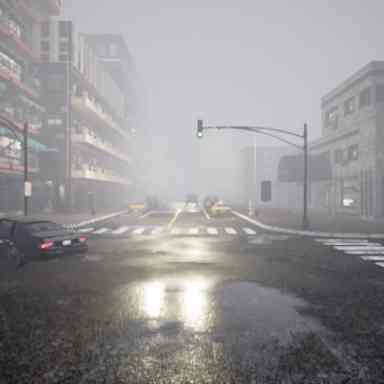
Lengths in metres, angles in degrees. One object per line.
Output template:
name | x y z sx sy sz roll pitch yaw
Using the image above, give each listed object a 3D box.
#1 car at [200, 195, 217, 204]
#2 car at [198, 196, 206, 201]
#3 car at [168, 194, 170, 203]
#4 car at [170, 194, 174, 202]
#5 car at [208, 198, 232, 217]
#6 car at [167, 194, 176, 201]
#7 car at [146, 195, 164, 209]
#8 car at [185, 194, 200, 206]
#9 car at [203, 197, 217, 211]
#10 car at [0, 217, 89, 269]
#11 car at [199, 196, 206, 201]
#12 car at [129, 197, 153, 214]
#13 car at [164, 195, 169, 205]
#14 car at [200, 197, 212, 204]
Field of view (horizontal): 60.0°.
car | 2.677 1.358 47.298 2.192 1.841 5.009 0 0 0
car | 2.658 1.682 91.611 2.008 1.369 4.403 0 0 0
car | -5.711 1.595 63.741 1.752 1.417 4.829 0 0 0
car | -5.716 1.638 74.991 1.887 1.381 4.507 0 0 0
car | 2.682 1.549 30.850 1.752 1.417 4.829 0 0 0
car | -5.721 1.446 91.609 2.192 1.841 5.009 0 0 0
car | -5.704 1.358 47.294 2.192 1.841 5.009 0 0 0
car | -0.021 1.280 57.099 2.150 2.045 5.566 0 0 0
car | 2.678 1.618 41.759 1.802 1.307 4.206 0 0 0
car | -5.867 1.540 11.087 5.357 1.411 2.033 0 0 30
car | 2.661 1.644 86.242 1.752 1.417 4.829 0 0 0
car | -5.701 1.554 36.045 1.752 1.417 4.829 0 0 0
car | -5.709 1.611 58.372 2.008 1.369 4.403 0 0 0
car | 2.669 1.621 63.915 2.008 1.369 4.403 0 0 0
